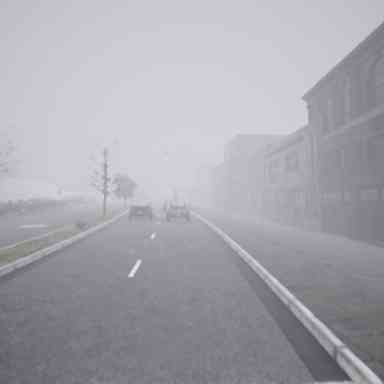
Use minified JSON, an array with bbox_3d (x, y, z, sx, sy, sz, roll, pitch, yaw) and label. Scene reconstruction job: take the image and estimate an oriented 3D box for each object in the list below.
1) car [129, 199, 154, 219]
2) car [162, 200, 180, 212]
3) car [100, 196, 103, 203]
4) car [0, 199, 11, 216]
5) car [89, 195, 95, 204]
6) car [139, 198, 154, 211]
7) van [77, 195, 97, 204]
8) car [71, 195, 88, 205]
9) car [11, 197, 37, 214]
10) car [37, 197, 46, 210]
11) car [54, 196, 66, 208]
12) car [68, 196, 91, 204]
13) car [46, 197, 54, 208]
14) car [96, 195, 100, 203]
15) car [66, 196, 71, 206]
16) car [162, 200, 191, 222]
[{"bbox_3d":[-4.358,1.500,29.139,1.882,1.535,5.008,0,0,-5],"label":"car"},{"bbox_3d":[-2.682,1.687,41.317,1.895,1.301,4.718,0,0,-7],"label":"car"},{"bbox_3d":[-26.205,1.863,84.042,5.566,2.045,2.435,0,-1,-28],"label":"car"},{"bbox_3d":[-18.289,1.322,28.209,4.553,1.767,2.185,0,0,-25],"label":"car"},{"bbox_3d":[-23.818,1.750,69.433,5.366,1.575,1.946,0,-1,-28],"label":"car"},{"bbox_3d":[-5.994,1.600,43.573,1.812,1.442,4.674,0,0,-7],"label":"car"},{"bbox_3d":[-25.641,1.806,81.172,4.442,1.987,1.878,0,-2,-28],"label":"van"},{"bbox_3d":[-23.090,1.650,63.453,5.008,1.535,2.097,0,-1,-28],"label":"car"},{"bbox_3d":[-18.881,1.453,34.092,4.892,1.521,2.231,0,0,-26],"label":"car"},{"bbox_3d":[-19.237,1.458,37.027,4.892,1.521,2.231,0,0,-27],"label":"car"},{"bbox_3d":[-20.467,1.482,45.813,5.008,1.535,2.097,0,0,-28],"label":"car"},{"bbox_3d":[-24.447,1.688,72.270,4.553,1.767,2.185,0,-1,-28],"label":"car"},{"bbox_3d":[-19.619,1.464,39.961,4.892,1.521,2.231,0,0,-27],"label":"car"},{"bbox_3d":[-25.279,1.702,78.191,5.566,2.045,2.435,0,-2,-28],"label":"car"},{"bbox_3d":[-20.902,1.495,48.744,5.008,1.535,2.097,0,0,-28],"label":"car"},{"bbox_3d":[-1.155,1.522,26.871,2.128,1.511,4.902,0,0,-4],"label":"car"}]
